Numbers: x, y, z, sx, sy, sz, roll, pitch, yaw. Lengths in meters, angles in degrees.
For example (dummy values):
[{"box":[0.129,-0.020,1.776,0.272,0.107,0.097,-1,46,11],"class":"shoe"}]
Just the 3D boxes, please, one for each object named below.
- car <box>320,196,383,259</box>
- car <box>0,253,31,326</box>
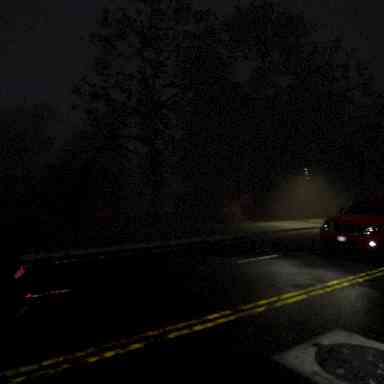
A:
[{"box":[7.303,1.200,12.849,5.566,2.045,2.150,-1,0,-35],"class":"car"},{"box":[-4.788,1.479,4.263,4.902,1.511,2.128,0,0,-35],"class":"car"}]
